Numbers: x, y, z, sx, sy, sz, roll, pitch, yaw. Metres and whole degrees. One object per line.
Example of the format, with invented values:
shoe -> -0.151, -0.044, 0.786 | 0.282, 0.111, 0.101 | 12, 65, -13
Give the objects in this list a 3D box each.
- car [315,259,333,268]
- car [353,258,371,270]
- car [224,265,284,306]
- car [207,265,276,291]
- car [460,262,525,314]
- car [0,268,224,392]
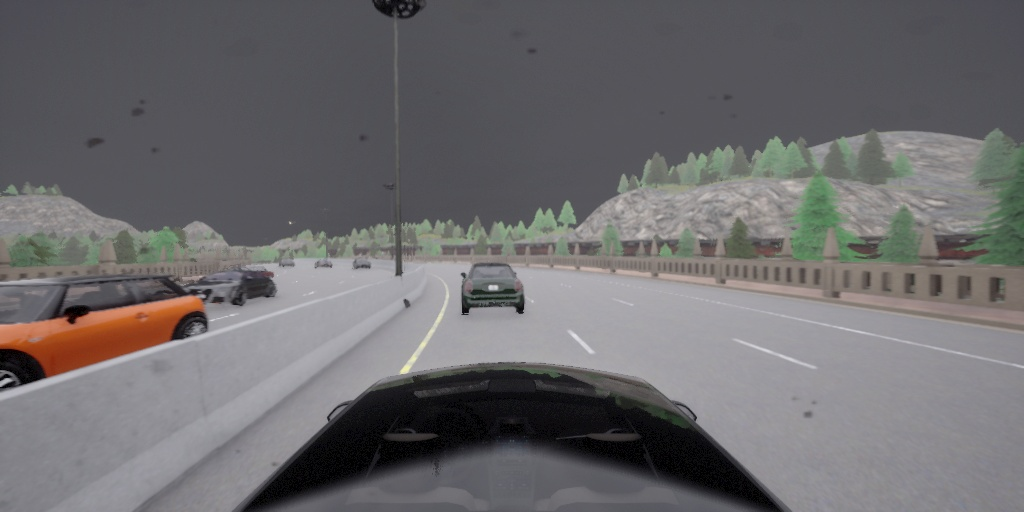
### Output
car -> -28.362, 1.154, 54.071 | 1.994, 1.385, 4.181 | -1, 1, -36
car -> -19.983, 1.043, 47.717 | 1.837, 1.490, 4.892 | -1, 1, -30
car -> -11.873, 1.297, 15.214 | 1.994, 1.385, 4.181 | -1, 0, -10
car -> -17.070, 1.324, 22.963 | 1.895, 1.301, 4.718 | -1, 0, -15
car -> -0.843, 1.000, 13.453 | 2.097, 1.767, 4.553 | -1, 1, -7
car -> -7.337, 1.124, 5.592 | 2.097, 1.767, 4.553 | -1, 0, -4
